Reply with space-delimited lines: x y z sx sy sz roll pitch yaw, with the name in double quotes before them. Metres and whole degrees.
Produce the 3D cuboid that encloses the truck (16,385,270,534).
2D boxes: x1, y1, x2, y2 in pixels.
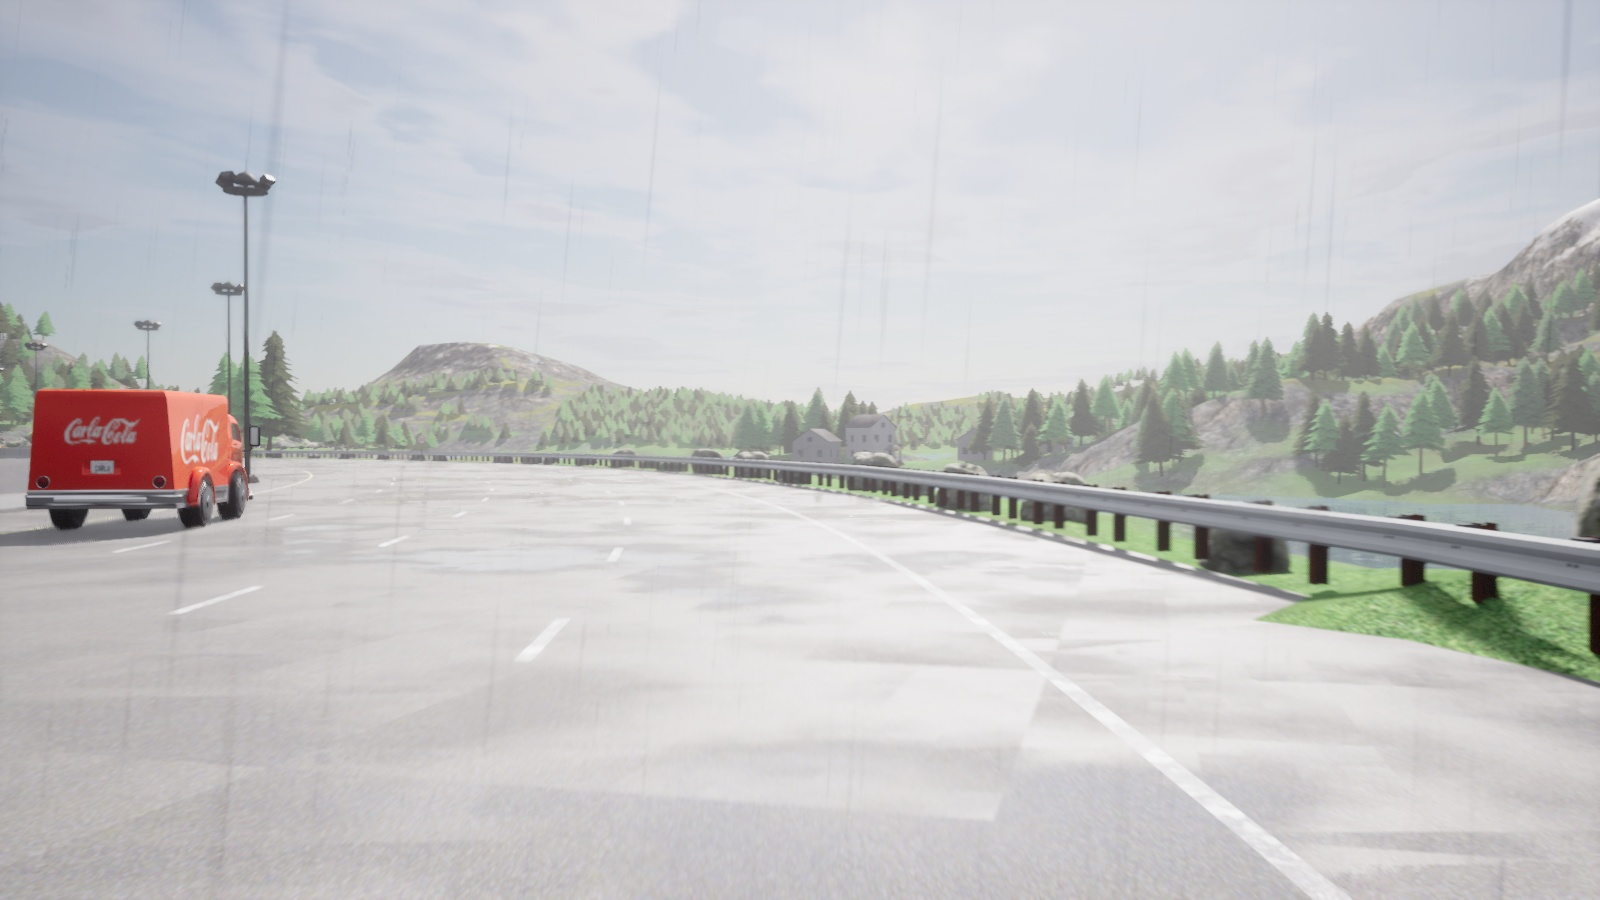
"truck" -12.065 0.146 23.587 2.627 2.467 5.204 0 0 -8
